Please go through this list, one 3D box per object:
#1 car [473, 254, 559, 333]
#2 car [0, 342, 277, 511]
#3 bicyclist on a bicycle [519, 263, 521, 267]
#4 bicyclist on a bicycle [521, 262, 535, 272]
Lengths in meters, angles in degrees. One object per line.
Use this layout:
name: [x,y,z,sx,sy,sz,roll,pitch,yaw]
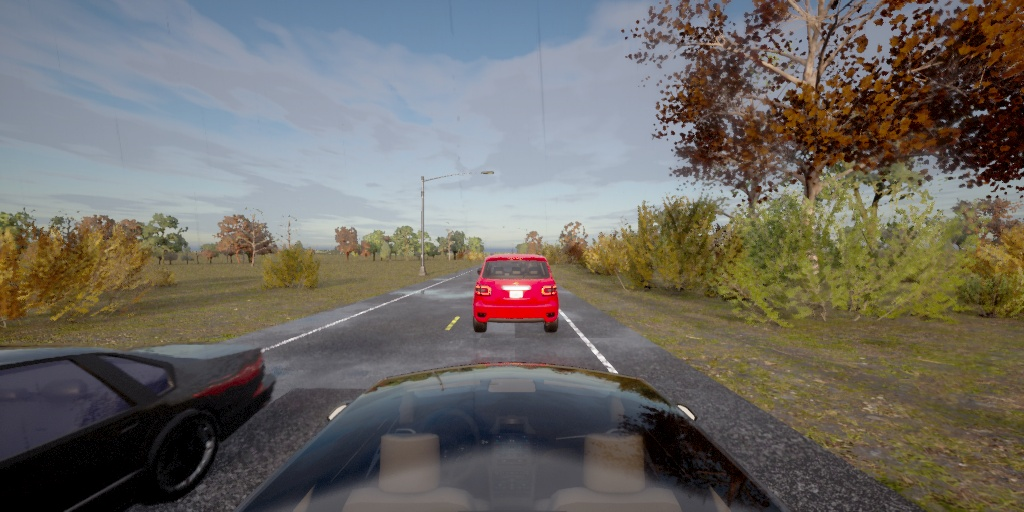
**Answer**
car: [0.086,0.968,10.907,2.150,2.045,5.566,0,0,0]
car: [-3.608,1.297,1.679,2.033,1.411,5.357,0,0,0]
bicyclist on a bicycle: [0.887,1.111,28.627,0.659,1.776,1.843,0,0,0]
bicyclist on a bicycle: [0.933,1.114,18.614,0.659,1.776,1.843,0,0,0]
